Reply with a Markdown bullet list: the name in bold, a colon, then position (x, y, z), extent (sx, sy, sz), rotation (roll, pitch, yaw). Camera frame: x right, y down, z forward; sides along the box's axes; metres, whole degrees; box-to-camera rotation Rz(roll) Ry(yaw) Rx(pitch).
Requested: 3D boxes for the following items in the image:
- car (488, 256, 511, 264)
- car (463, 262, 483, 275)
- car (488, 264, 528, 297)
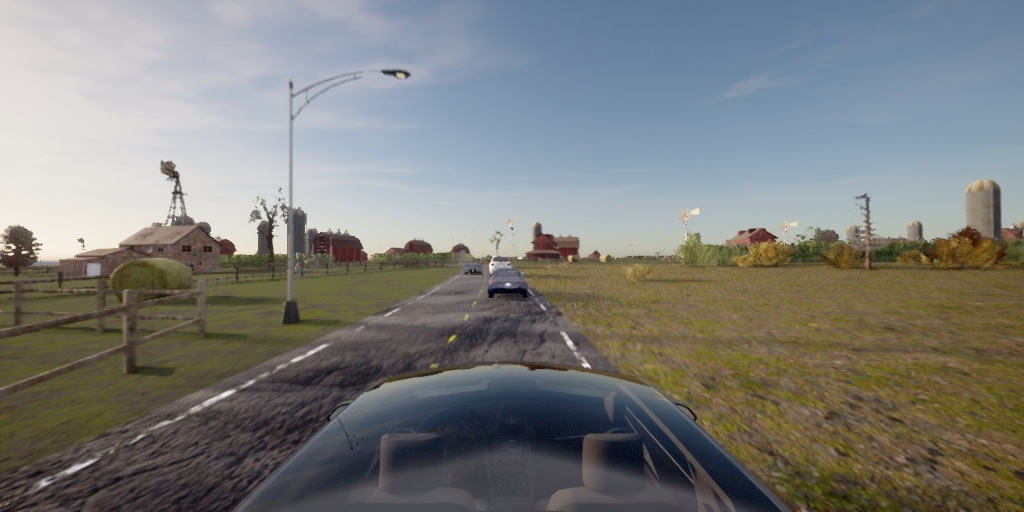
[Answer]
- **car**: position (-1.242, 0.992, 37.219), extent (2.150, 2.045, 5.566), rotation (0, 0, -4)
- **car**: position (-4.224, 1.368, 39.196), extent (1.994, 1.385, 4.181), rotation (0, 0, -4)
- **car**: position (-0.255, 1.317, 18.841), extent (1.994, 1.385, 4.181), rotation (0, 0, -2)
